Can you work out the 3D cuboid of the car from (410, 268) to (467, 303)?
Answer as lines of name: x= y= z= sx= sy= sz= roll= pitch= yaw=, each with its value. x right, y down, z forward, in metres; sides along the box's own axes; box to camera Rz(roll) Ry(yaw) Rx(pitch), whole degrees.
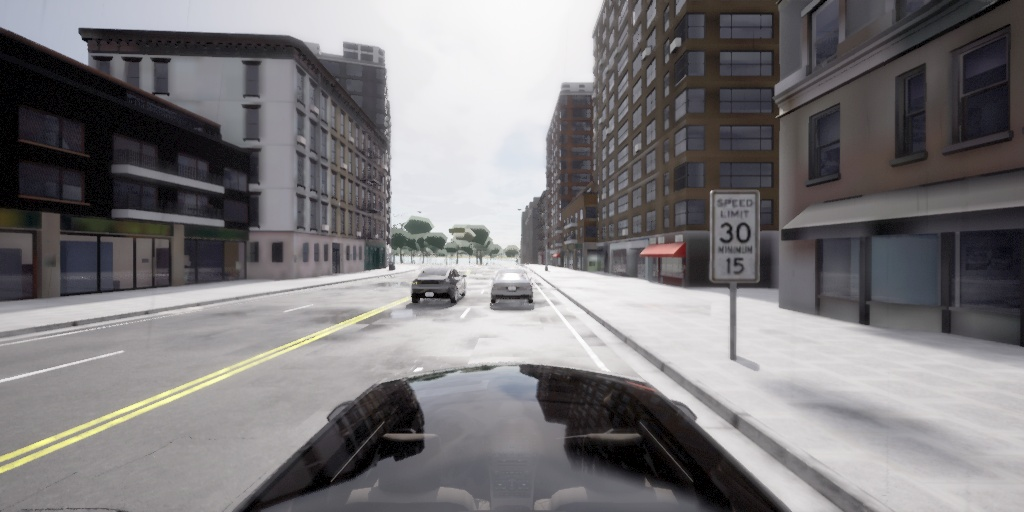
car: x=-3.250 y=1.264 z=16.500 sx=1.837 sy=1.490 sz=4.892 roll=0 pitch=0 yaw=0

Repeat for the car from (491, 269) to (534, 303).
car: x=0.000 y=1.311 z=16.500 sx=2.033 sy=1.411 sz=5.357 roll=0 pitch=0 yaw=0
